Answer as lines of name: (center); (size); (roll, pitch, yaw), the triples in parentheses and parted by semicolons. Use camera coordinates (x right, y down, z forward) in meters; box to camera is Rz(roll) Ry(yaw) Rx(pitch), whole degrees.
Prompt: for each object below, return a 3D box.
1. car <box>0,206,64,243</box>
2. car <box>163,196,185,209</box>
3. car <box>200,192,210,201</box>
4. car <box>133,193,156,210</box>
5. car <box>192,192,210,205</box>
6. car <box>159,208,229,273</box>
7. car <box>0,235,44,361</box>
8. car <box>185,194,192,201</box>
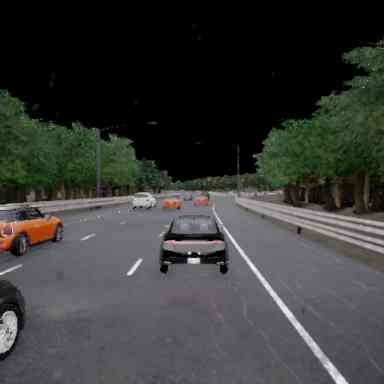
car: (-6.809, 1.325, 13.035); (2.097, 1.767, 4.553); (0, 0, 1)
car: (-2.439, 1.256, 42.929); (2.097, 1.767, 4.553); (0, 0, 3)
car: (2.928, 0.977, 76.203); (2.150, 2.045, 5.566); (0, 0, 4)
car: (-6.001, 1.125, 42.297); (2.150, 2.045, 5.566); (0, 0, 3)
car: (1.548, 1.218, 54.295); (2.097, 1.767, 4.553); (0, 0, 3)
car: (0.075, 1.475, 10.617); (2.128, 1.511, 4.902); (0, 0, 1)
car: (-3.393, 1.498, 3.006); (1.837, 1.490, 4.892); (0, 0, 0)
car: (-0.740, 1.283, 73.582); (2.128, 1.511, 4.902); (0, 0, 4)
